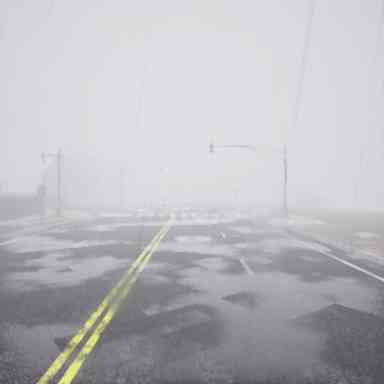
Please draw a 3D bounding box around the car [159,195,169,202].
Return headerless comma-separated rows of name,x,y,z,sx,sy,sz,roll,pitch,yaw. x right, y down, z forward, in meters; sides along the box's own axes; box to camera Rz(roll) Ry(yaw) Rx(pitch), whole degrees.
car,-6.484,1.489,77.281,1.882,1.535,5.008,0,0,0
